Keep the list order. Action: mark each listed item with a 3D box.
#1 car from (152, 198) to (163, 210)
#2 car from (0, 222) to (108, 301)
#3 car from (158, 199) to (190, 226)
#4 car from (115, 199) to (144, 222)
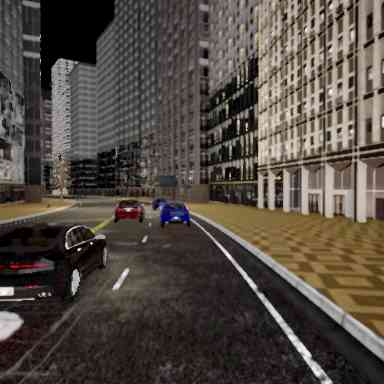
[{"bbox_3d":[-4.043,1.524,41.980,1.812,1.442,4.674,0,0,-11],"label":"car"},{"bbox_3d":[-3.406,1.511,8.310,1.837,1.490,4.892,0,0,-2],"label":"car"},{"bbox_3d":[-1.252,1.474,23.247,1.882,1.535,5.008,0,0,-6],"label":"car"},{"bbox_3d":[-4.911,1.362,26.574,2.097,1.767,4.553,0,0,-7],"label":"car"}]
